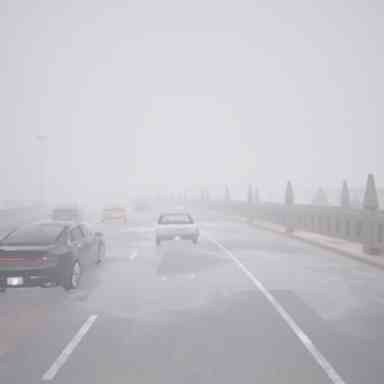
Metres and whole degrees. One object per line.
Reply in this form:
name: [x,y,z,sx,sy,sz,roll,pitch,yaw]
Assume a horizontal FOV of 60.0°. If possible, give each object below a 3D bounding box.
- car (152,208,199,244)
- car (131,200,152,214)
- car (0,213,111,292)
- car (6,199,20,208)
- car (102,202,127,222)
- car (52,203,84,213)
car: [-0.858,1.656,16.086,1.895,1.301,4.718,0,0,-7]
car: [-5.742,1.646,37.816,1.837,1.490,4.892,0,0,-18]
car: [-3.697,1.548,9.100,1.837,1.490,4.892,0,0,-3]
car: [-30.179,1.835,55.987,2.033,1.411,5.357,0,0,-33]
car: [-6.412,1.589,27.515,1.882,1.535,5.008,0,0,-13]
car: [-9.672,1.596,26.120,1.882,1.535,5.008,0,0,-13]
